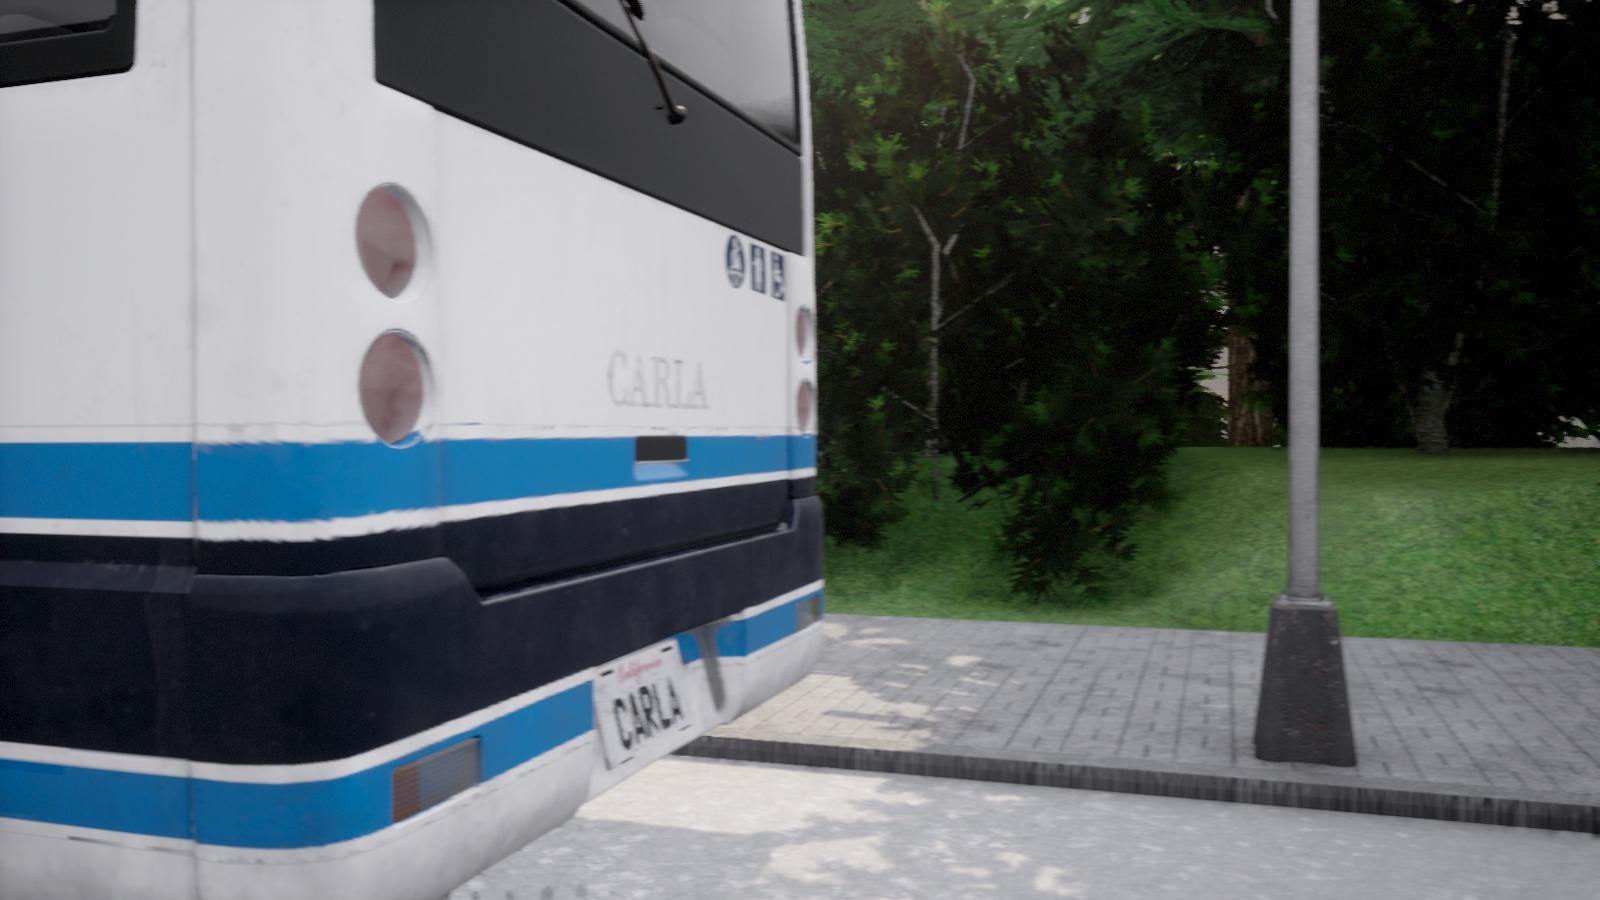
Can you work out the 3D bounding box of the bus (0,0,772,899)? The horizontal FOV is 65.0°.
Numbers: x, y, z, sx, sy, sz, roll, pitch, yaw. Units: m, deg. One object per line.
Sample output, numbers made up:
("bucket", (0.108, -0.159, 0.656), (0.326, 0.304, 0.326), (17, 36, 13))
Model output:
("bus", (-5.627, -0.656, 5.594), (10.273, 4.253, 3.944), (0, 1, 19))
